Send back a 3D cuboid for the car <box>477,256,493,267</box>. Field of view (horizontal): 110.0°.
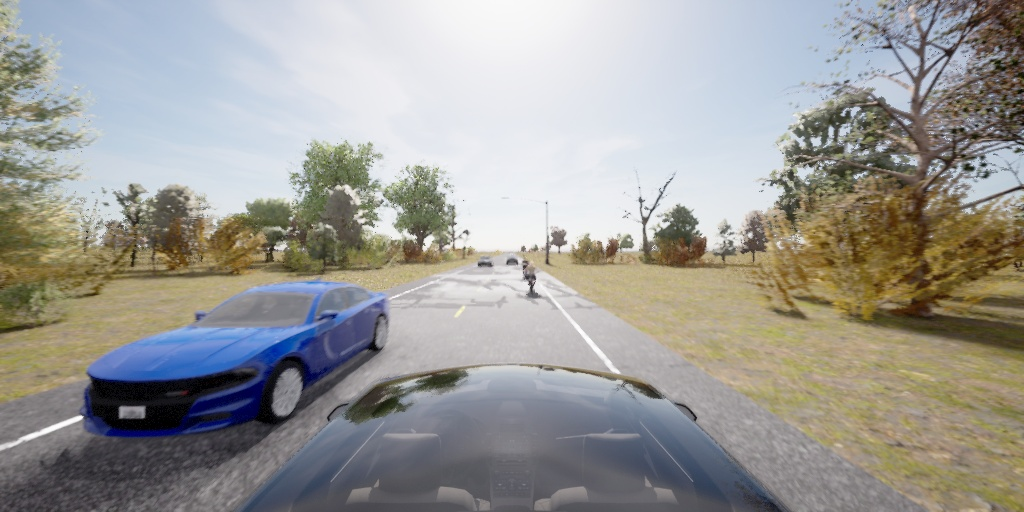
[{"bbox_3d":[-3.571,0.709,48.326,1.837,1.490,4.892,0,1,0],"label":"car"}]

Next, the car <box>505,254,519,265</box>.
[{"bbox_3d":[0.038,0.615,58.065,1.812,1.442,4.674,0,1,0],"label":"car"}]

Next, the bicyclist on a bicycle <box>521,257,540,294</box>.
[{"bbox_3d":[0.954,1.005,17.539,0.866,1.612,1.509,0,1,0],"label":"bicyclist on a bicycle"}]

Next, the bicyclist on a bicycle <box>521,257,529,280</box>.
[{"bbox_3d":[0.953,0.914,26.772,0.582,1.620,1.656,0,0,0],"label":"bicyclist on a bicycle"}]

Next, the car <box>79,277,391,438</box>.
[{"bbox_3d":[-3.597,1.180,5.892,1.882,1.535,5.008,0,1,0],"label":"car"}]
